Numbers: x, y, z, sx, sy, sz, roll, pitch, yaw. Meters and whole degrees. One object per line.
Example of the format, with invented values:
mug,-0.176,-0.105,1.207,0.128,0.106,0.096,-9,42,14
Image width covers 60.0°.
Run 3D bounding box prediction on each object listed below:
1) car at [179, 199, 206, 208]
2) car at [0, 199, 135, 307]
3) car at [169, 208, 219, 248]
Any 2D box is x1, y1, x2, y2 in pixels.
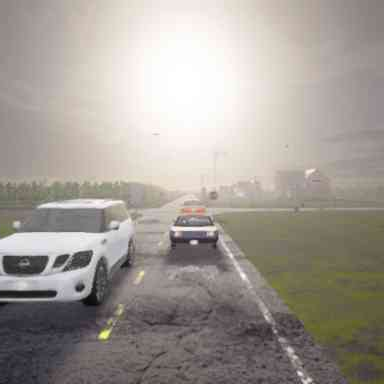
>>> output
car,0.081,1.352,26.389,2.097,1.767,4.553,0,0,0
car,-2.851,1.219,8.323,2.150,2.045,5.566,0,0,0
car,0.085,1.598,14.629,1.895,1.301,4.718,0,0,0
